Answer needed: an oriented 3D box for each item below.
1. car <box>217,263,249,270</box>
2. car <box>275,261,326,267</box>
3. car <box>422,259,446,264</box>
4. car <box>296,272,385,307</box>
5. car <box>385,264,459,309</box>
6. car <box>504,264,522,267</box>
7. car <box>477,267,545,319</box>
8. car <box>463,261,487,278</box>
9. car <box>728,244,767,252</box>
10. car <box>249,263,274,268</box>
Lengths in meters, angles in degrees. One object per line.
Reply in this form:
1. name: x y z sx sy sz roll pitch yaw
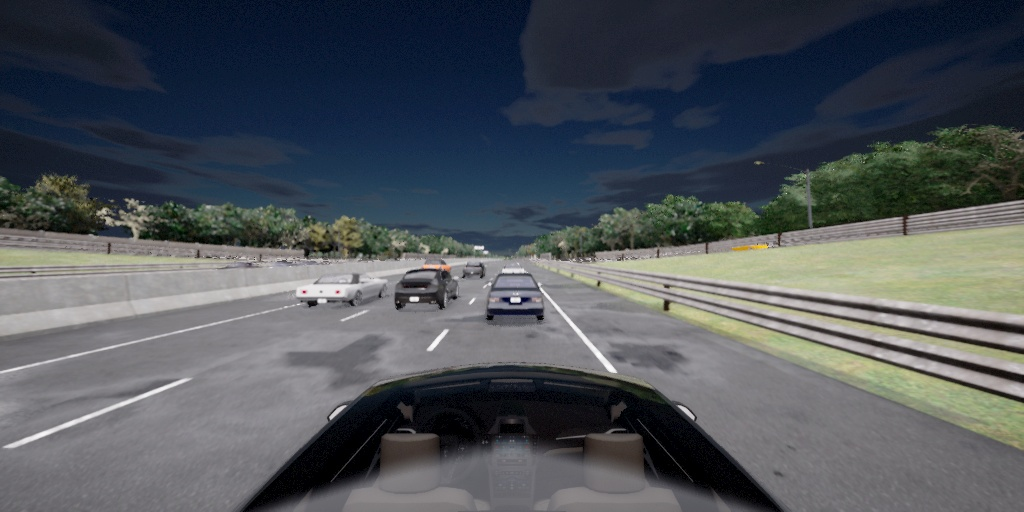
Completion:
1. car: -24.591 1.299 32.585 1.994 1.385 4.181 0 0 0
2. car: -17.595 1.226 30.908 2.128 1.511 4.902 0 0 0
3. car: -6.900 1.087 32.867 2.097 1.767 4.553 0 0 0
4. car: -6.900 1.343 15.262 1.895 1.301 4.718 0 0 0
5. car: -3.400 1.247 14.914 1.837 1.490 4.892 0 0 0
6. car: 0.094 1.335 31.502 1.895 1.301 4.718 0 0 0
7. car: 0.099 1.291 12.689 2.033 1.411 5.357 0 0 0
8. car: -3.399 1.226 33.106 2.128 1.511 4.902 0 0 0
9. car: 30.488 -1.059 46.718 1.882 1.535 5.008 0 -3 -11
10. car: -21.098 1.282 33.078 2.033 1.411 5.357 0 0 0
